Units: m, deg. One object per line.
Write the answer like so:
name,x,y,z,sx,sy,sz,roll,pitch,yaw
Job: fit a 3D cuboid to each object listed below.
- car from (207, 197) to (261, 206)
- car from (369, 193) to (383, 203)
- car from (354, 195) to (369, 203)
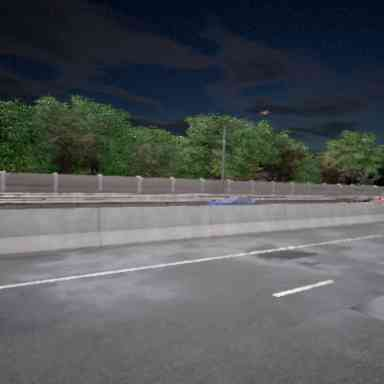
car,3.481,1.123,27.385,5.008,1.535,1.882,1,1,-35
car,29.421,1.088,49.883,5.566,2.045,2.150,1,1,-35
car,27.930,1.261,53.110,5.008,1.535,1.882,1,1,-35
